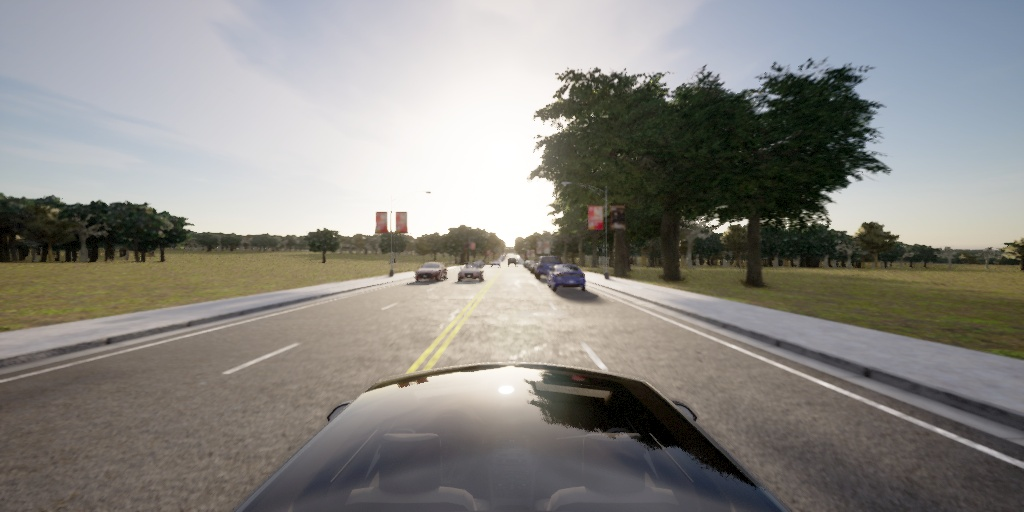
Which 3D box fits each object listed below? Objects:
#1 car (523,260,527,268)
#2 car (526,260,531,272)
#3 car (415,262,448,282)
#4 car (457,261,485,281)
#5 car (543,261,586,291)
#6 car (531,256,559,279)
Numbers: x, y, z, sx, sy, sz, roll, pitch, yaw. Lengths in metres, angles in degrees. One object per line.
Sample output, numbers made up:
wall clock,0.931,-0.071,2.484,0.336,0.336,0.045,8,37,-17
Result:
car,3.254,1.470,55.108,2.033,1.411,5.357,0,0,0
car,3.253,1.366,44.136,2.163,1.488,4.792,0,0,0
car,-6.581,1.276,29.634,1.882,1.535,5.008,0,0,0
car,-3.329,1.363,29.908,1.994,1.385,4.181,0,0,0
car,3.252,1.253,22.101,1.882,1.535,5.008,0,0,0
car,3.253,1.033,33.135,2.150,2.045,5.566,0,0,0
